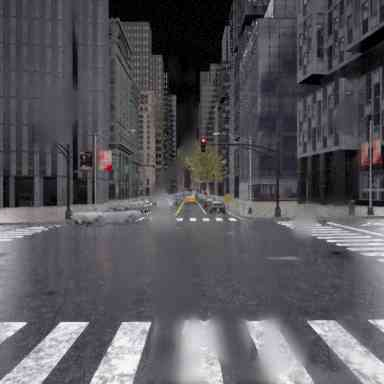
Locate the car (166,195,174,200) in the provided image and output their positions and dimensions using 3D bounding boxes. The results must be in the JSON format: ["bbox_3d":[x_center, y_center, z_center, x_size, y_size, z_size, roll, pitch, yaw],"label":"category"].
[{"bbox_3d":[-6.213,1.623,93.735,1.802,1.307,4.206,0,0,0],"label":"car"}]

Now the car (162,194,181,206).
[{"bbox_3d":[-3.294,1.504,54.431,2.128,1.511,4.902,0,0,0],"label":"car"}]

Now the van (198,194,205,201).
[{"bbox_3d":[2.374,1.372,83.691,1.690,1.788,3.998,0,0,0],"label":"van"}]

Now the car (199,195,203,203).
[{"bbox_3d":[2.568,1.561,52.663,2.008,1.369,4.403,0,0,0],"label":"car"}]

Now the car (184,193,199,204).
[{"bbox_3d":[-0.166,1.495,64.359,1.882,1.535,5.008,0,0,-1],"label":"car"}]

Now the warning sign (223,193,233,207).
[{"bbox_3d":[4.921,1.123,45.420,1.300,1.860,1.060,0,0,0],"label":"warning sign"}]

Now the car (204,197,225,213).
[{"bbox_3d":[2.670,1.555,36.330,2.008,1.369,4.403,0,0,0],"label":"car"}]

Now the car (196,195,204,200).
[{"bbox_3d":[2.308,1.592,94.268,2.008,1.369,4.403,0,0,0],"label":"car"}]

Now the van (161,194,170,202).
[{"bbox_3d":[-6.113,1.367,77.497,1.690,1.788,3.998,0,0,0],"label":"van"}]

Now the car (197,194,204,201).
[{"bbox_3d":[2.506,1.566,62.535,2.008,1.369,4.403,0,0,0],"label":"car"}]

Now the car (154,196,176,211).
[{"bbox_3d":[-3.220,1.532,40.734,1.812,1.442,4.674,0,0,-1],"label":"car"}]

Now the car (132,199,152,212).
[{"bbox_3d":[-5.855,1.556,36.280,2.008,1.369,4.403,0,0,0],"label":"car"}]

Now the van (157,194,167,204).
[{"bbox_3d":[-6.045,1.360,66.670,1.690,1.788,3.998,0,0,0],"label":"van"}]

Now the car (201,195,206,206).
[{"bbox_3d":[2.602,1.553,47.219,1.887,1.381,4.507,0,0,0],"label":"car"}]

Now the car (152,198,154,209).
[{"bbox_3d":[-5.886,1.557,41.272,2.008,1.369,4.403,0,0,0],"label":"car"}]

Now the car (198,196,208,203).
[{"bbox_3d":[2.440,1.588,73.113,1.947,1.339,4.313,0,0,0],"label":"car"}]

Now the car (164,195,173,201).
[{"bbox_3d":[-6.180,1.586,88.323,2.008,1.369,4.403,0,0,0],"label":"car"}]

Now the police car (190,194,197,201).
[{"bbox_3d":[0.471,1.463,90.505,1.930,1.638,5.238,0,0,0],"label":"police car"}]

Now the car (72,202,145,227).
[{"bbox_3d":[-5.867,1.612,23.277,1.895,1.301,4.718,0,0,37],"label":"car"}]
